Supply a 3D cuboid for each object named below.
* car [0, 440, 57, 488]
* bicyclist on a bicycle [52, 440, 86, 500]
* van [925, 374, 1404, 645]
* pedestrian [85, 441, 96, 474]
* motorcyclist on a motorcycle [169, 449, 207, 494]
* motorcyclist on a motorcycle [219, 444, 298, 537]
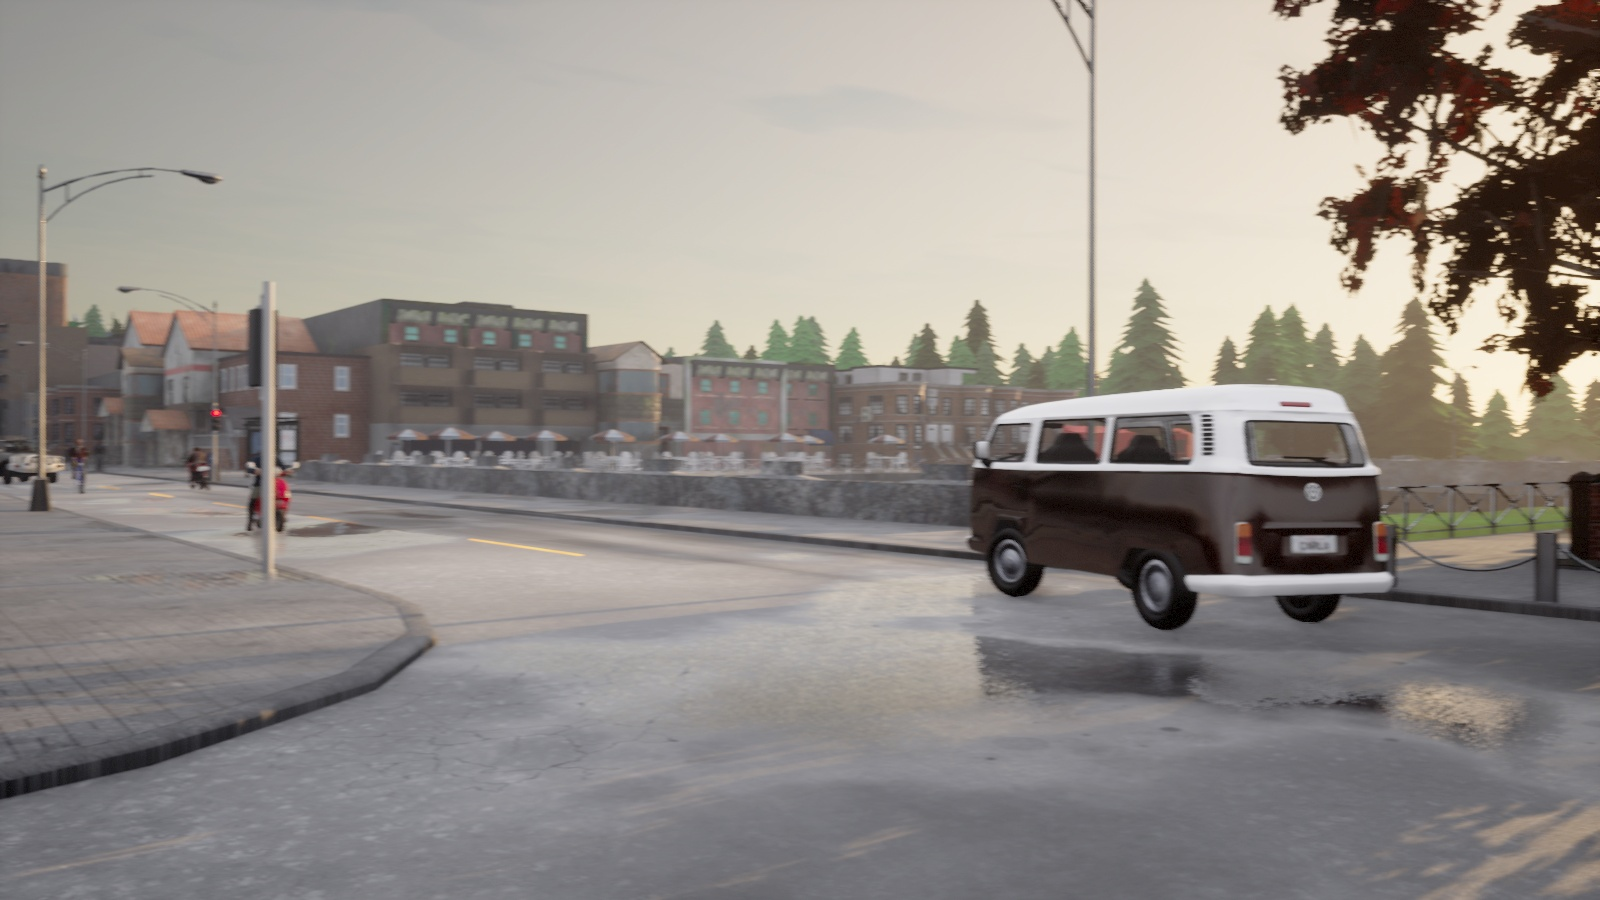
[{"bbox_3d":[-31.698,0.546,50.150,4.605,1.855,1.932,0,0,38],"label":"car"},{"bbox_3d":[-22.429,0.603,38.526,0.659,1.776,1.843,0,0,-38],"label":"bicyclist on a bicycle"},{"bbox_3d":[3.128,0.461,11.905,2.069,2.038,4.480,1,0,-21],"label":"van"},{"bbox_3d":[-40.582,0.432,71.828,0.563,1.883,0.849,0,0,-30],"label":"pedestrian"},{"bbox_3d":[-21.095,0.712,43.283,0.797,1.523,2.044,0,0,-38],"label":"motorcyclist on a motorcycle"},{"bbox_3d":[-9.659,0.689,22.366,0.866,1.590,1.817,0,0,-38],"label":"motorcyclist on a motorcycle"}]
